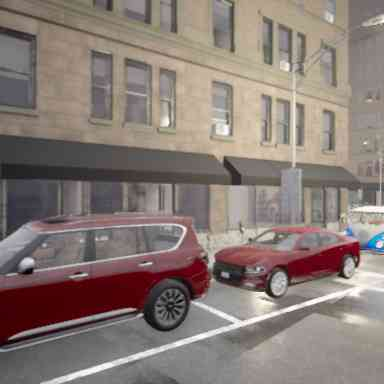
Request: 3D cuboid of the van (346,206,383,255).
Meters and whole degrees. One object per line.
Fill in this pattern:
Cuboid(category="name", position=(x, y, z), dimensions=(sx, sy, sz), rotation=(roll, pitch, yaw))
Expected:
Cuboid(category="van", position=(7.112, 1.400, 11.835), dimensions=(3.998, 1.788, 1.690), rotation=(0, 0, -36))

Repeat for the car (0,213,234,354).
Cuboid(category="car", position=(-1.984, 1.321, 5.346), dimensions=(5.009, 1.841, 2.192), rotation=(0, 0, -35))

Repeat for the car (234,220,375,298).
Cuboid(category="car", position=(2.563, 1.577, 8.591), dimensions=(4.507, 1.381, 1.887), rotation=(0, 0, -36))

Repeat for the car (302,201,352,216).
Cuboid(category="car", position=(14.282, 1.680, 35.348), dimensions=(1.812, 1.442, 4.674), rotation=(1, 0, -37))
